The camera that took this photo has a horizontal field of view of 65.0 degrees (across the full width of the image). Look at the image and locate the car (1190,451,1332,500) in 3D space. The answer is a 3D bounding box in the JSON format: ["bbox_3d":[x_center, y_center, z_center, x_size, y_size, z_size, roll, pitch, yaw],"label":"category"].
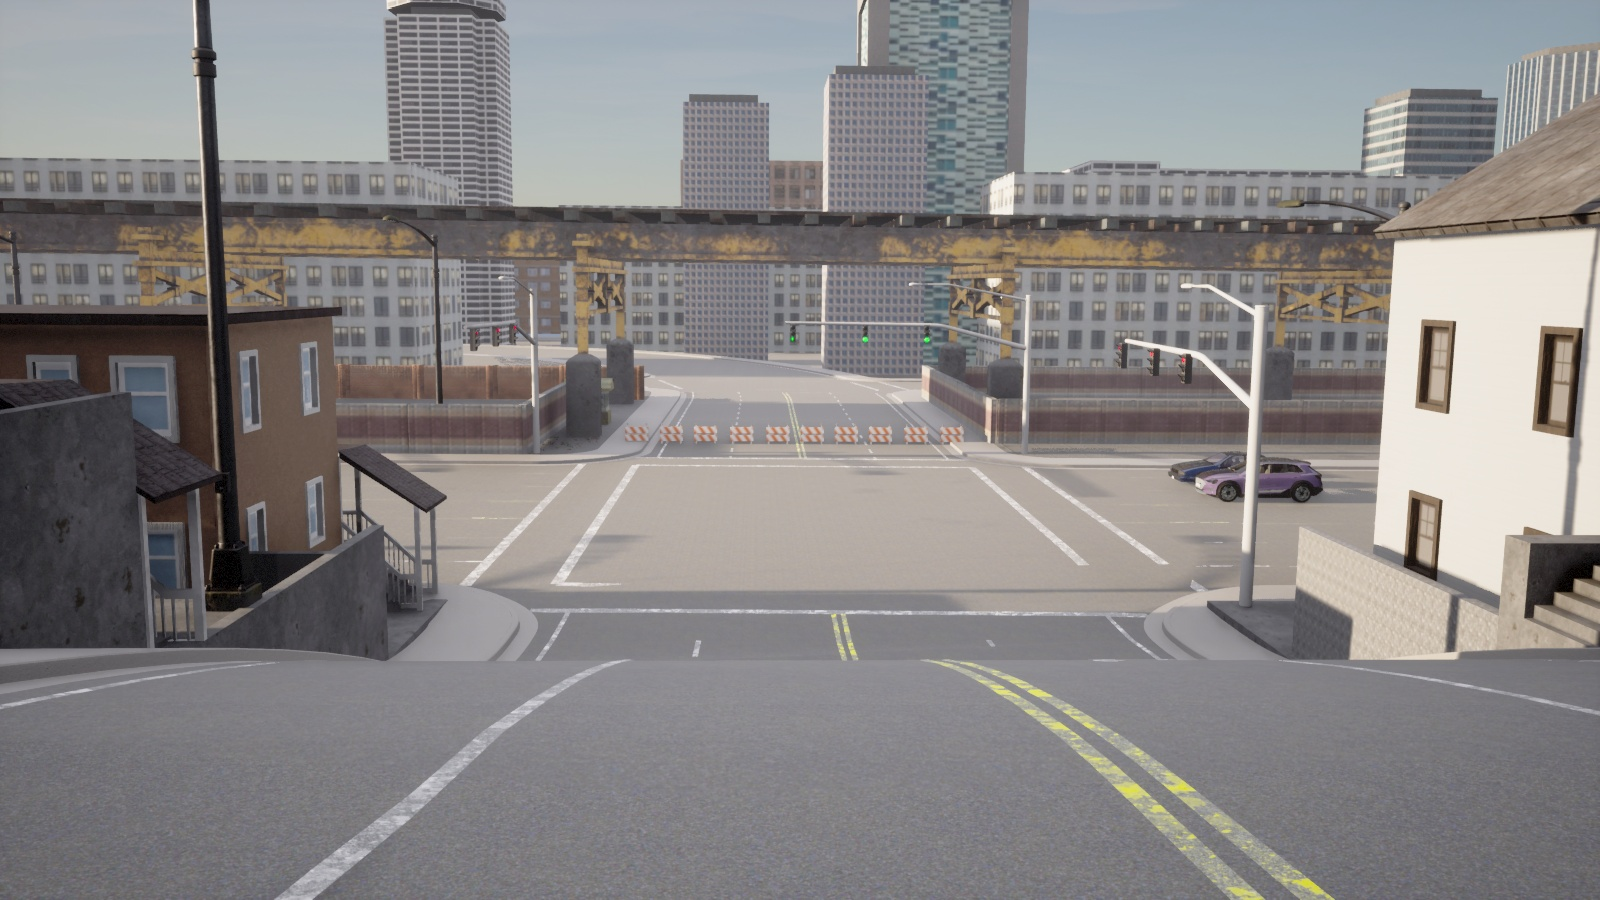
[{"bbox_3d":[18.333,0.991,50.136,4.856,1.649,2.033,0,8,0],"label":"car"}]

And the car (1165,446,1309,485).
[{"bbox_3d":[18.598,0.645,53.625,5.357,1.411,2.033,0,8,0],"label":"car"}]
